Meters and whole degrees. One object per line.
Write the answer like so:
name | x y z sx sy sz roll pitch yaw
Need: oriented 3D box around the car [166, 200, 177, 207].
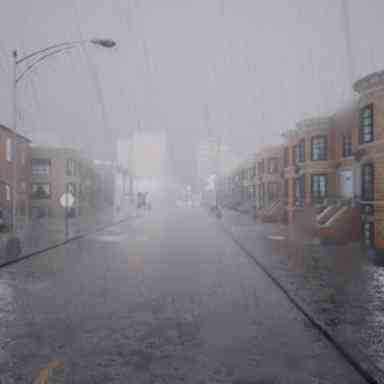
car | -4.028 2.281 64.704 1.895 1.301 4.718 0 -1 0
